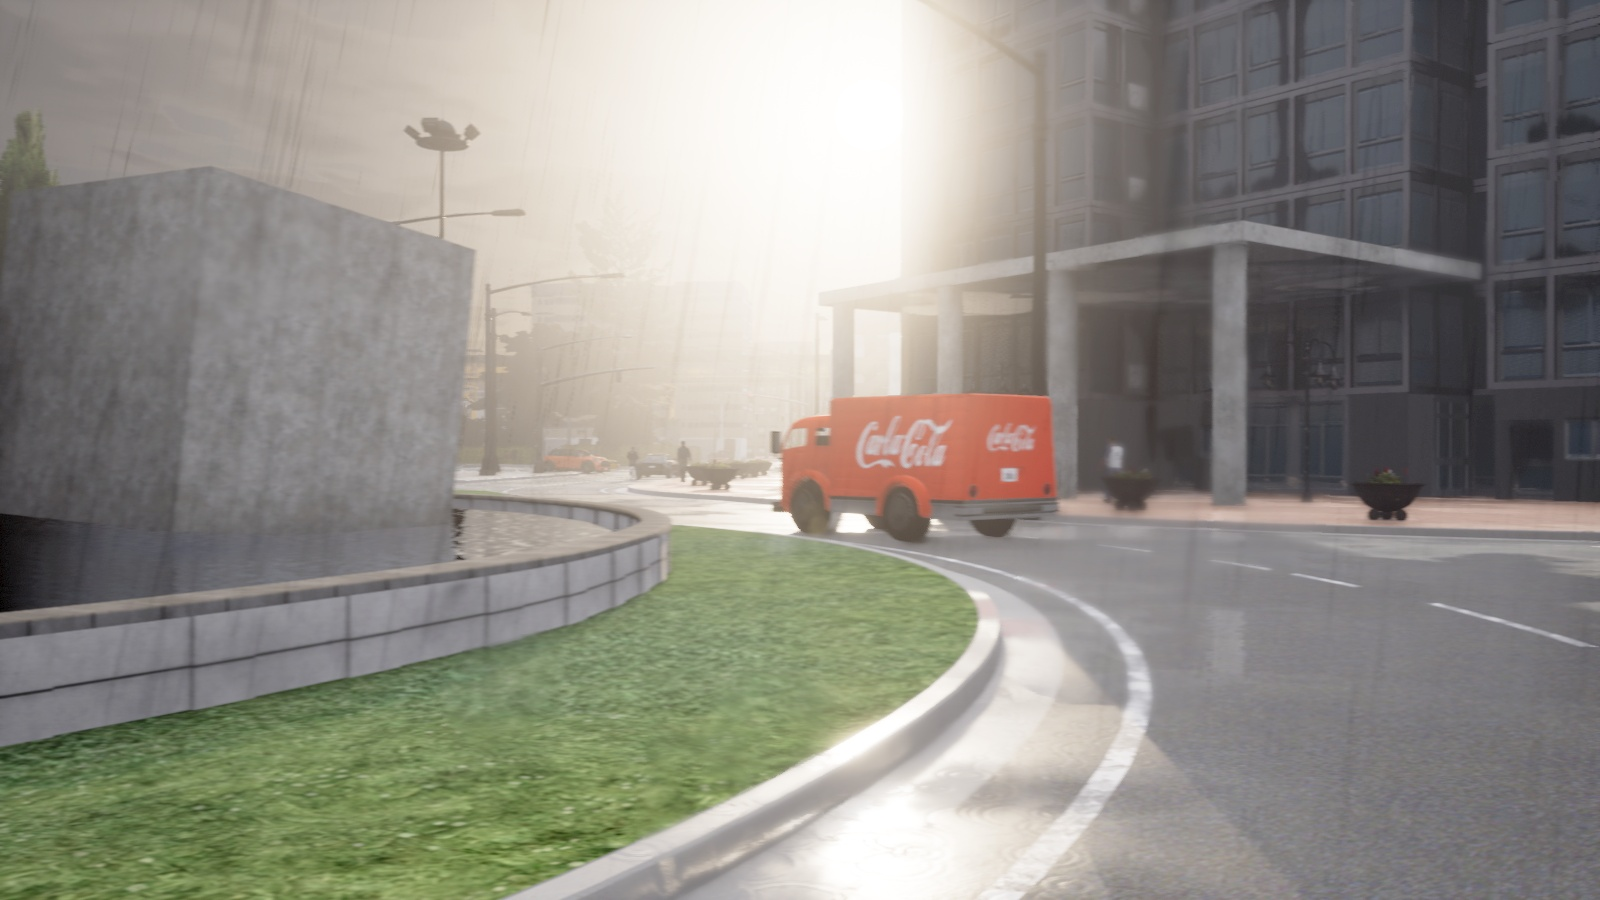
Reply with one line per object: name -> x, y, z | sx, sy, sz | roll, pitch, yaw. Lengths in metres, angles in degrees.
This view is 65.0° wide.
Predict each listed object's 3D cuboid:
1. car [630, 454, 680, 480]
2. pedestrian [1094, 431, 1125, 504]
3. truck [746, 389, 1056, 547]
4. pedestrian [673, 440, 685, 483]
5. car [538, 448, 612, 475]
car -> -8.097, 0.922, 70.443 | 1.994, 1.385, 4.181 | 0, 0, 4
pedestrian -> 7.895, 0.436, 32.043 | 0.354, 1.836, 0.706 | 0, 0, -30
truck -> 1.665, 0.288, 22.420 | 2.627, 2.467, 5.204 | 0, 0, -40
pedestrian -> -5.186, 0.495, 53.940 | 0.370, 1.835, 0.726 | 0, 0, 5
car -> -15.288, 0.750, 85.299 | 4.553, 1.767, 2.097 | 0, 0, 20
